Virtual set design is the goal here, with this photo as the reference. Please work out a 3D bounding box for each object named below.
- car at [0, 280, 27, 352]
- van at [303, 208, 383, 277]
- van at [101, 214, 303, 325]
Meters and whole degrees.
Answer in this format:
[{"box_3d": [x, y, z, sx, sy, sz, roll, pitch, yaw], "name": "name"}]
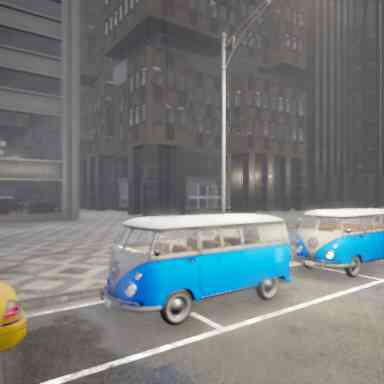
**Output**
[{"box_3d": [-4.450, 1.514, 3.476, 4.829, 1.417, 1.752, 0, -1, -36], "name": "car"}, {"box_3d": [4.864, 1.406, 10.140, 3.998, 1.788, 1.690, 0, -1, -36], "name": "van"}, {"box_3d": [0.277, 1.369, 6.858, 3.998, 1.788, 1.690, 0, -1, -36], "name": "van"}]
